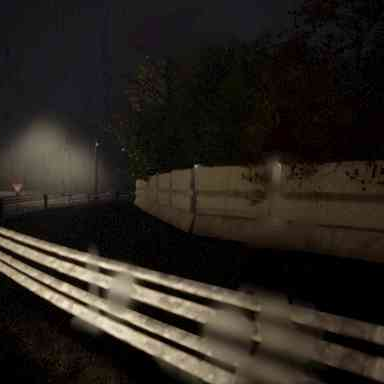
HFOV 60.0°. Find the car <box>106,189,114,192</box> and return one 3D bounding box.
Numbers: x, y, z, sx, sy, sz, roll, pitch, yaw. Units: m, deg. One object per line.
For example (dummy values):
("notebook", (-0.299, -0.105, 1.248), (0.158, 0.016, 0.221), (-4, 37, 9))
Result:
("car", (-22.591, -0.074, 91.702), (1.812, 1.442, 4.674), (1, 1, -15))

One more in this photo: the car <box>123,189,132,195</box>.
("car", (-17.664, -0.004, 91.267), (1.837, 1.490, 4.892), (1, 1, 1))

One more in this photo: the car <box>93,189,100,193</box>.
("car", (-26.019, -0.057, 90.986), (1.895, 1.301, 4.718), (1, 1, -15))
